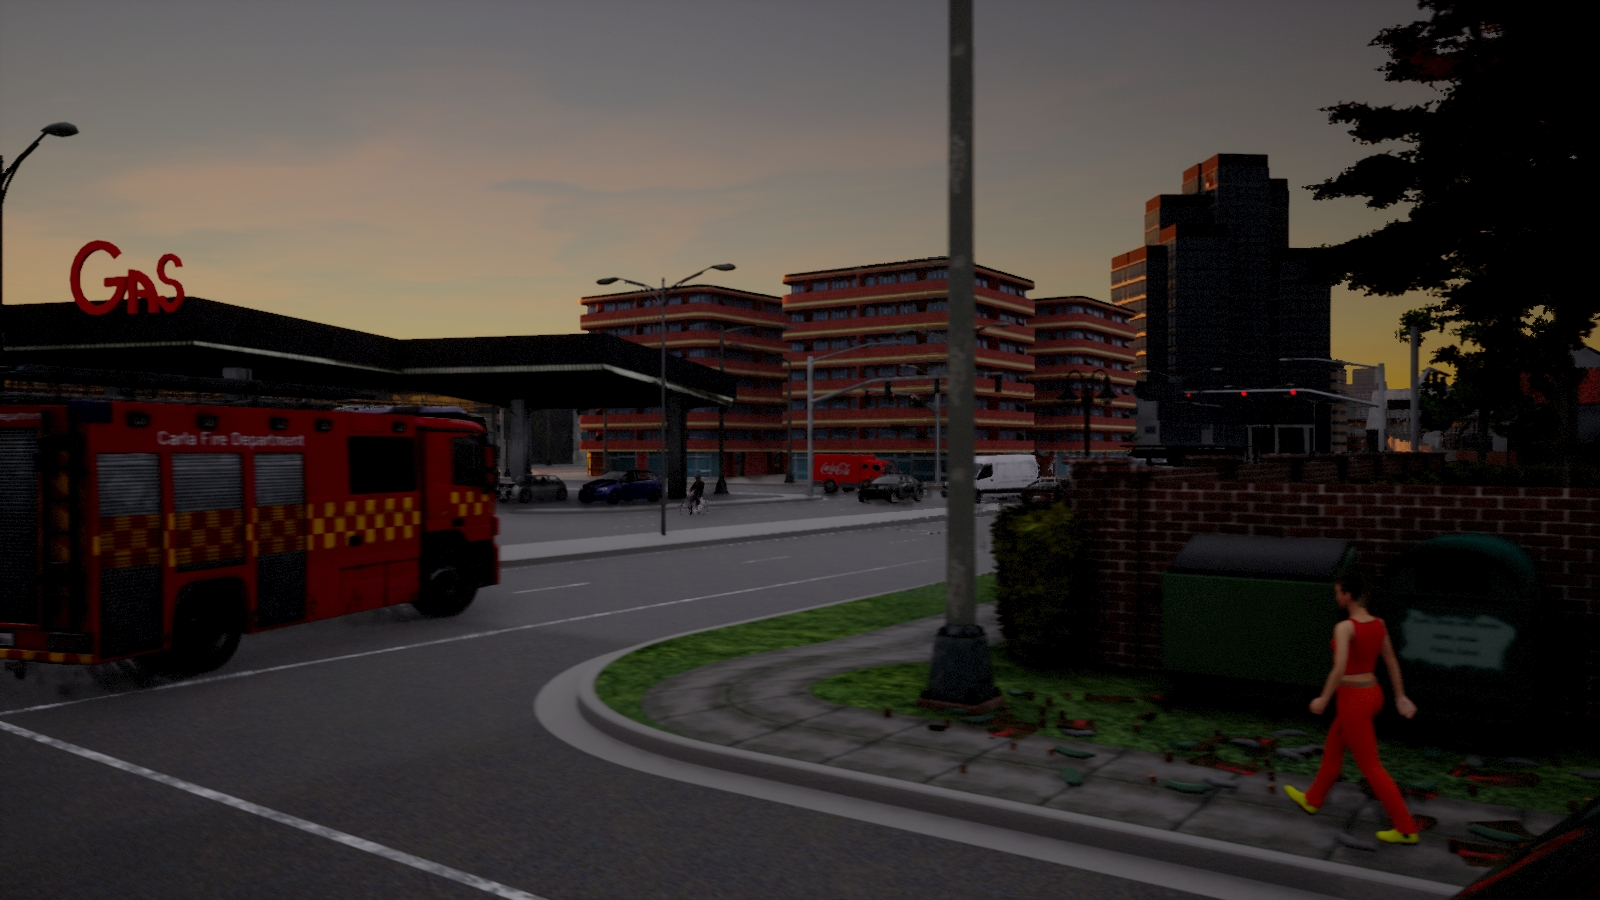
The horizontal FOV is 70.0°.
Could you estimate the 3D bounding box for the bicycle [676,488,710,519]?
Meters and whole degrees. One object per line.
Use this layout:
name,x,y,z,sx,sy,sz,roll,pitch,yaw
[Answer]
bicycle,-4.414,2.198,47.327,0.329,1.196,1.835,0,0,34

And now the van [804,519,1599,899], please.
van,3.000,1.534,1.677,5.915,2.561,1.988,0,0,35

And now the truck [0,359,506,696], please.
truck,-8.090,0.890,17.428,2.891,3.827,8.468,0,0,18

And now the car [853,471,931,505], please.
car,4.949,1.983,60.593,2.097,1.638,5.238,0,0,30

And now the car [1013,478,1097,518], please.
car,11.054,2.040,49.257,2.007,1.525,4.514,0,0,34

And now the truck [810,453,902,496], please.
truck,3.579,1.544,73.553,5.204,2.467,2.627,2,1,34

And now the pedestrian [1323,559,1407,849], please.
pedestrian,3.848,1.696,7.787,0.375,1.860,0.375,0,0,-32

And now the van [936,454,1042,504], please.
van,10.173,1.535,61.297,5.915,2.561,1.988,0,-1,-35
